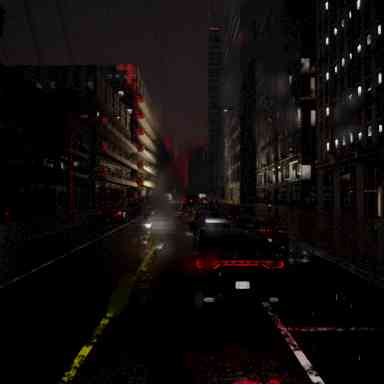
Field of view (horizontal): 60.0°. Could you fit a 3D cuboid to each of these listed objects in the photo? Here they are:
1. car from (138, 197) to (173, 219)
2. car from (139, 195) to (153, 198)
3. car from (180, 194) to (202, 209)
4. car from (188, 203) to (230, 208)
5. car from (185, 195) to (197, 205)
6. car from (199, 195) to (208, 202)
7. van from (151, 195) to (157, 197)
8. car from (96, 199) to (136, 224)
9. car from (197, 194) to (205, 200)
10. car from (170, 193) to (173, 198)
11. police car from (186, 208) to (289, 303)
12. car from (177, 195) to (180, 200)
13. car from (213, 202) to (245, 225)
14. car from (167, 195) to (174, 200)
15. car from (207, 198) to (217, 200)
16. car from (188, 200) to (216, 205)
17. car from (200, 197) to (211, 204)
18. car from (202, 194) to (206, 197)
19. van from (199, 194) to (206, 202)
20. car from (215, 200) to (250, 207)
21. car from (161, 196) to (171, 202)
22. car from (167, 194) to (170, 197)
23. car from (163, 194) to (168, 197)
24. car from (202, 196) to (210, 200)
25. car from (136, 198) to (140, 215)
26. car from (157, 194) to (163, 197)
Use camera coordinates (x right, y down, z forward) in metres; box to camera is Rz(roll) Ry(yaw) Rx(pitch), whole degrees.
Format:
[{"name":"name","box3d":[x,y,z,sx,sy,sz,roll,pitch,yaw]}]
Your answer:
[{"name":"car","box3d":[-3.067,1.500,28.844,2.128,1.511,4.902,0,0,0]},{"name":"car","box3d":[-5.756,1.450,35.926,1.967,1.590,4.097,1,0,0]},{"name":"car","box3d":[-0.092,1.233,45.501,2.150,2.045,5.566,0,0,0]},{"name":"car","box3d":[0.837,1.533,18.303,1.812,1.442,4.674,0,0,0]},{"name":"car","box3d":[-0.136,1.365,58.879,2.097,1.767,4.553,0,0,0]},{"name":"car","box3d":[2.534,1.454,74.857,1.967,1.590,4.097,1,0,0]},{"name":"van","box3d":[-5.767,1.352,41.472,1.690,1.788,3.998,1,0,0]},{"name":"car","box3d":[-5.731,1.449,24.831,1.967,1.590,4.097,1,0,0]},{"name":"car","box3d":[2.496,1.452,91.501,1.967,1.590,4.097,1,0,0]},{"name":"car","box3d":[-5.834,1.329,69.205,2.192,1.841,5.009,1,0,0]},{"name":"police car","box3d":[0.880,1.428,8.412,1.930,1.638,5.238,0,0,0]},{"name":"car","box3d":[-3.217,1.489,94.217,1.882,1.535,5.008,0,0,0]},{"name":"car","box3d":[2.647,1.553,24.925,1.887,1.381,4.507,1,0,0]},{"name":"car","box3d":[-5.854,1.594,91.391,1.802,1.307,4.206,1,0,0]},{"name":"car","box3d":[2.634,1.554,30.474,1.887,1.381,4.507,1,0,0]},{"name":"car","box3d":[0.792,1.535,24.302,1.812,1.442,4.674,0,0,0]},{"name":"car","box3d":[2.557,1.595,63.761,1.802,1.307,4.206,1,0,0]},{"name":"car","box3d":[2.583,1.537,52.835,1.752,1.417,4.829,1,0,0]},{"name":"van","box3d":[2.523,1.355,80.405,1.690,1.788,3.998,1,0,0]},{"name":"car","box3d":[2.661,1.447,19.377,1.967,1.590,4.097,1,0,0]},{"name":"car","box3d":[-5.857,1.539,74.581,1.752,1.417,4.829,1,0,0]},{"name":"car","box3d":[-5.820,1.454,63.659,1.967,1.590,4.097,1,0,0]},{"name":"car","box3d":[-5.809,1.564,58.112,2.008,1.369,4.403,1,0,0]},{"name":"car","box3d":[2.608,1.561,41.569,2.008,1.369,4.403,1,0,0]},{"name":"car","box3d":[-5.746,1.554,30.379,1.887,1.381,4.507,1,0,0]},{"name":"car","box3d":[-5.780,1.327,47.018,2.192,1.841,5.009,1,0,0]}]
